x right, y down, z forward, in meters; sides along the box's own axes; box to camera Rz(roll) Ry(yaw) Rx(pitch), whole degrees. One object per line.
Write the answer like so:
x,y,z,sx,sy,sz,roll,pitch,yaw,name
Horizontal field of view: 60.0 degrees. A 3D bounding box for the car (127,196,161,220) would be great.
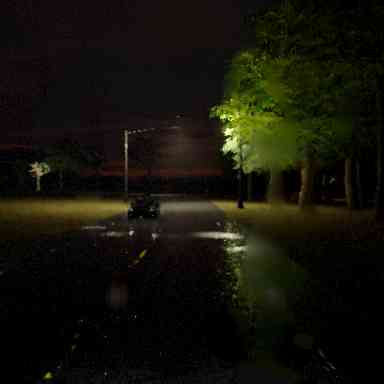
-3.600,1.164,25.737,2.097,1.767,4.553,0,1,0,car
